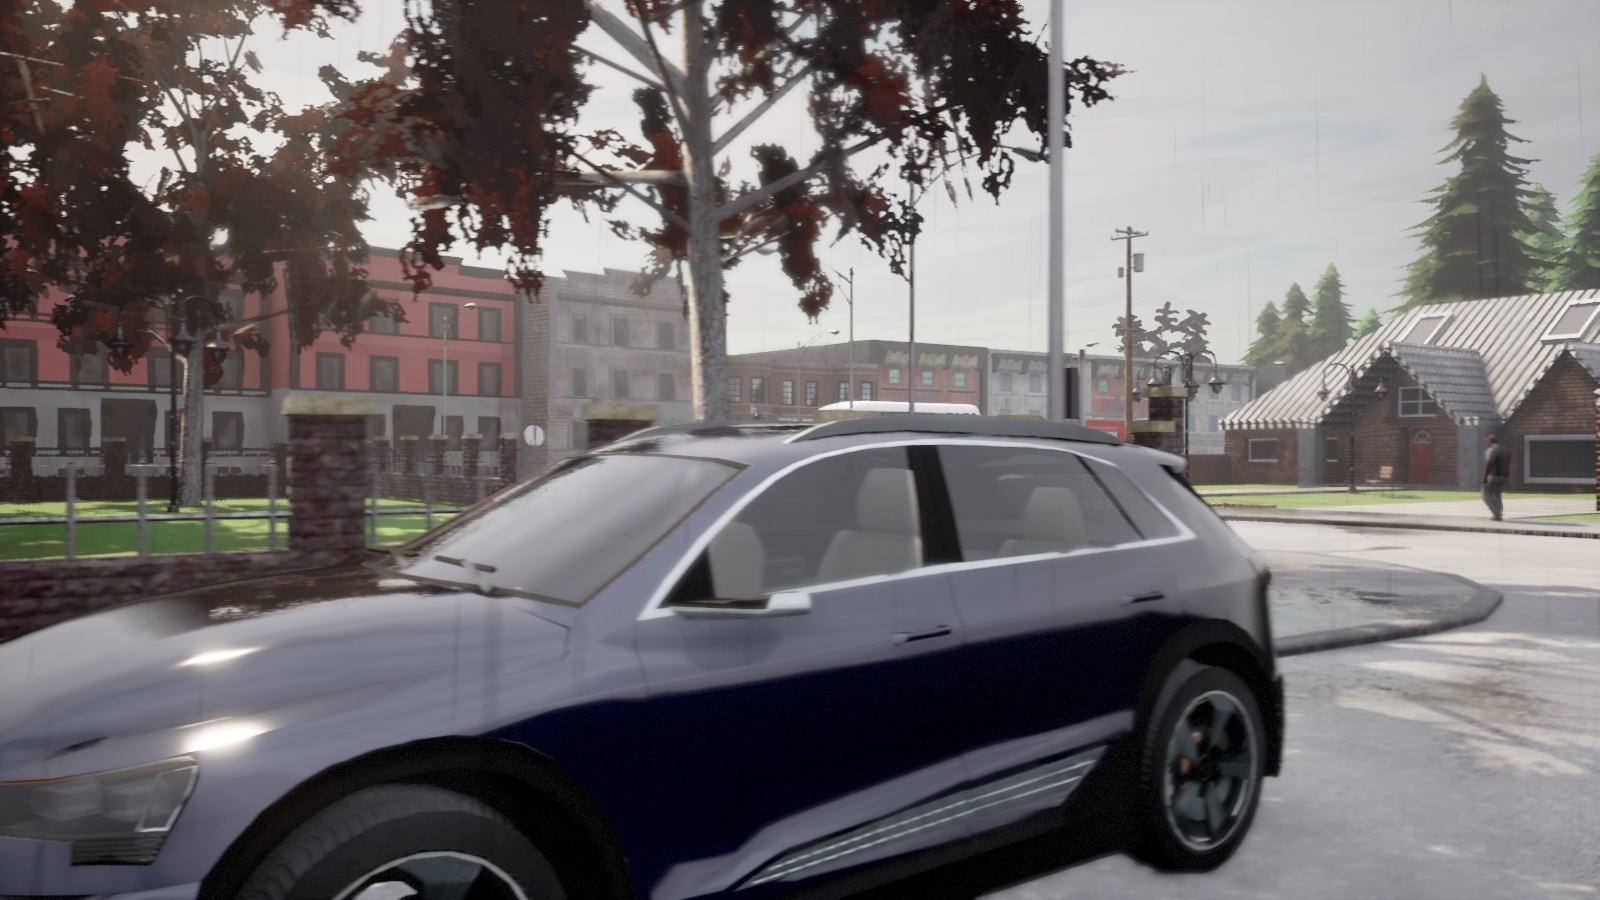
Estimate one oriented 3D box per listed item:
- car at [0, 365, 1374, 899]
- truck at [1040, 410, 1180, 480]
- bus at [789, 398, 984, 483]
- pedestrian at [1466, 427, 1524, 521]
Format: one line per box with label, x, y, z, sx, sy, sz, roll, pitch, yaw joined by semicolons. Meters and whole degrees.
car;-0.235;0.686;4.293;4.856;1.649;2.033;0;0;-39
truck;17.838;-0.281;71.868;8.468;3.827;2.891;0;0;-35
bus;4.756;-0.476;67.662;10.273;4.253;3.944;0;0;-35
pedestrian;14.213;0.483;25.690;0.563;1.883;0.849;0;0;-27
